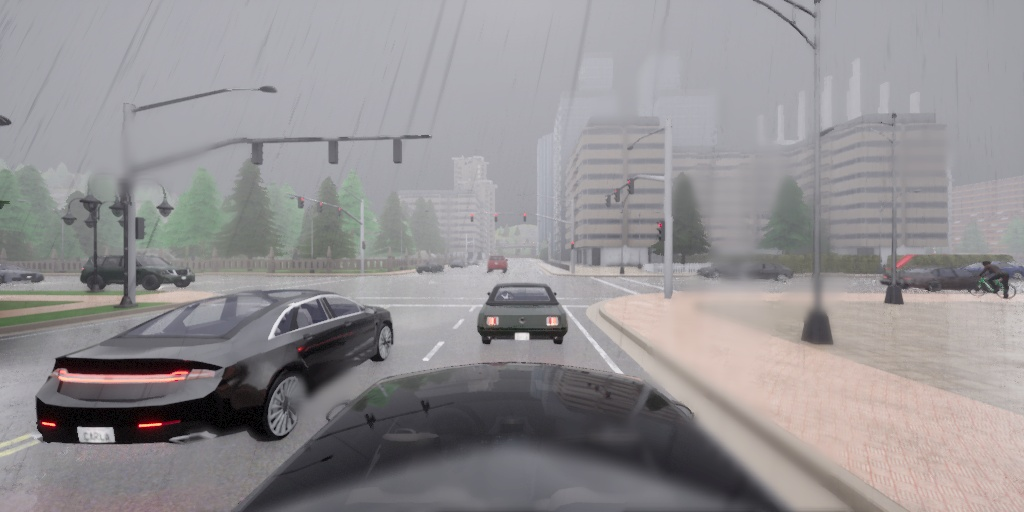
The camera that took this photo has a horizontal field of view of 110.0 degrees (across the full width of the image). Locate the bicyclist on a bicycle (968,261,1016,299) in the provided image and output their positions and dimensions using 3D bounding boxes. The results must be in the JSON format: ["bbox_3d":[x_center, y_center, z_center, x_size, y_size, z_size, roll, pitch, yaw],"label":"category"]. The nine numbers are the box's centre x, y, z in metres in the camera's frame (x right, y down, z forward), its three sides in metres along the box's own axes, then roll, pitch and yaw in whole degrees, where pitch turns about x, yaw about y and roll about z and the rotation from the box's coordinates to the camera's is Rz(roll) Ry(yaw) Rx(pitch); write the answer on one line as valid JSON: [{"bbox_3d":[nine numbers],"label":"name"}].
[{"bbox_3d":[21.181,1.047,15.859,0.582,1.620,1.656,0,0,2],"label":"bicyclist on a bicycle"}]

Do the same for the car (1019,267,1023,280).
[{"bbox_3d":[41.511,1.095,26.648,4.553,1.767,2.097,0,0,2],"label":"car"}]

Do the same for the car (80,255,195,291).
[{"bbox_3d":[-22.429,0.967,21.581,5.566,2.045,2.150,0,0,2],"label":"car"}]

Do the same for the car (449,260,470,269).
[{"bbox_3d":[-8.437,1.284,56.448,2.033,1.411,5.357,0,0,2],"label":"car"}]

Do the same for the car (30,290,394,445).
[{"bbox_3d":[-3.330,1.241,5.343,2.128,1.511,4.902,0,0,1],"label":"car"}]

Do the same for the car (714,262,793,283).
[{"bbox_3d":[18.645,1.247,27.432,4.892,1.490,1.837,-1,0,2],"label":"car"}]

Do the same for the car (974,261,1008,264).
[{"bbox_3d":[39.827,1.220,30.215,5.008,1.535,1.882,0,0,2],"label":"car"}]

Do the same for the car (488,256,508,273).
[{"bbox_3d":[-1.695,0.961,43.499,2.150,2.045,5.566,0,0,2],"label":"car"}]

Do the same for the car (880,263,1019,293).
[{"bbox_3d":[24.048,1.293,20.061,5.357,1.411,2.033,0,0,2],"label":"car"}]

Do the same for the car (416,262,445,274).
[{"bbox_3d":[-9.219,1.341,40.636,1.895,1.301,4.718,0,0,7],"label":"car"}]

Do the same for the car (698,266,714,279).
[{"bbox_3d":[18.708,1.247,30.931,4.892,1.490,1.837,0,0,2],"label":"car"}]

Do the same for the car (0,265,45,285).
[{"bbox_3d":[-36.336,1.306,25.590,4.181,1.385,1.994,0,0,2],"label":"car"}]

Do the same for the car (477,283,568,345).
[{"bbox_3d":[0.263,1.349,9.494,1.895,1.301,4.718,0,0,1],"label":"car"}]
